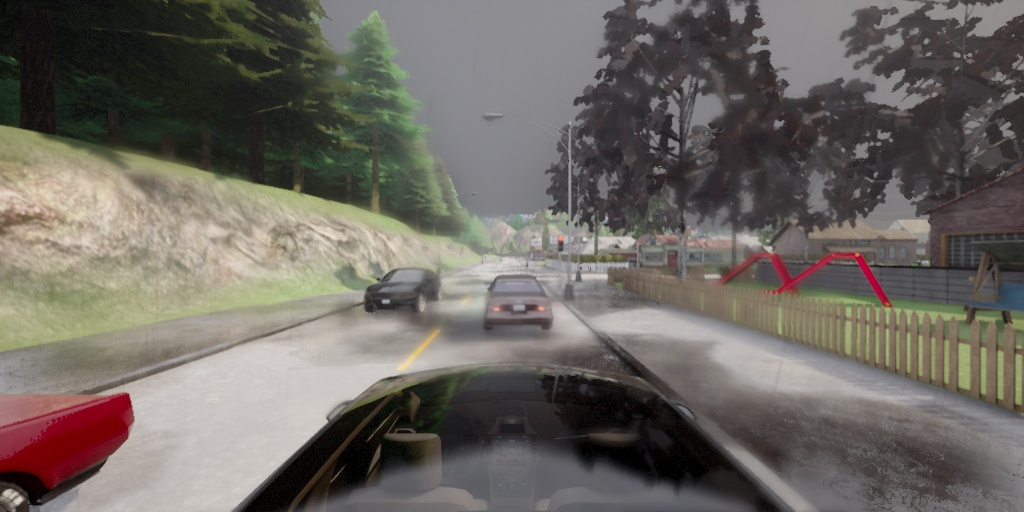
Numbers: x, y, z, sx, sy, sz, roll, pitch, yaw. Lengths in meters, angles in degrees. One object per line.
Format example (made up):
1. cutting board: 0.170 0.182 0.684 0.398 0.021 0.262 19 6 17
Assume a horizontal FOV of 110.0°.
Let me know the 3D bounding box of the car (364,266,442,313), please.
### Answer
1. car: -4.023 1.186 13.975 1.882 1.535 5.008 0 0 0

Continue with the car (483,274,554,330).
1. car: 0.100 1.266 10.970 2.033 1.411 5.357 0 0 -2

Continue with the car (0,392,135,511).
1. car: -4.096 1.354 0.724 1.895 1.301 4.718 0 0 0
